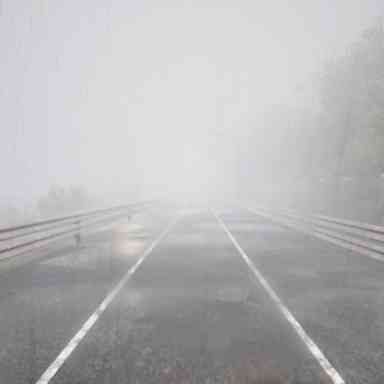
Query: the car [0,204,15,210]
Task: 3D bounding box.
[{"bbox_3d":[-35.370,3.005,63.268,2.097,1.767,4.553,1,4,16],"label":"car"}]
